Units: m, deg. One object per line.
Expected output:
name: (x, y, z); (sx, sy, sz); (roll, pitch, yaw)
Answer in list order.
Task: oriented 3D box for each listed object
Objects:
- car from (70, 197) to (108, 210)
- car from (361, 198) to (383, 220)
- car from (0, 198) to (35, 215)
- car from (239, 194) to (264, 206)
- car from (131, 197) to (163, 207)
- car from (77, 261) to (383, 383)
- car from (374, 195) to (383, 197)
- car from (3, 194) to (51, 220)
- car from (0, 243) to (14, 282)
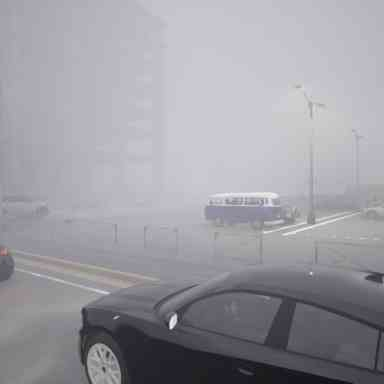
car: (-12.882, 1.422, 41.730); (1.882, 1.535, 5.008); (0, 0, 35)
car: (14.757, 1.395, 24.709); (3.806, 1.475, 1.970); (0, 0, 36)
car: (-18.723, 1.422, 33.525); (1.882, 1.535, 5.008); (0, 0, 35)
car: (11.455, 1.545, 63.559); (1.895, 1.301, 4.718); (0, 0, 35)
car: (-6.719, 1.492, 50.388); (2.033, 1.411, 5.357); (0, 0, 36)
car: (0.900, 1.478, 3.353); (5.008, 1.535, 1.882); (0, 0, 36)
car: (17.981, 1.153, 29.262); (4.605, 1.855, 1.932); (0, 0, 36)
car: (-14.438, 1.165, 27.110); (2.150, 2.045, 5.566); (0, 0, 35)
car: (-6.422, 1.564, 8.561); (4.181, 1.385, 1.994); (0, 0, 36)
